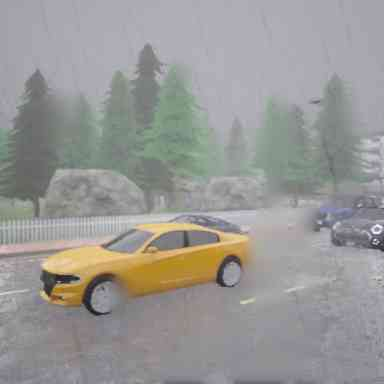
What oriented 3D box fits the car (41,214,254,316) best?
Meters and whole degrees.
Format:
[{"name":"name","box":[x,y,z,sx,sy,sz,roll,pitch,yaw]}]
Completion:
[{"name":"car","box":[-0.781,1.478,7.713,5.008,1.535,1.882,0,0,-35]}]

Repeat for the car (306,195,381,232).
[{"name":"car","box":[8.898,1.221,18.912,5.566,2.045,2.150,0,0,-35]}]

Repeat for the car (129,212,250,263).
[{"name":"car","box":[-0.017,1.565,12.562,4.181,1.385,1.994,0,0,-35]}]

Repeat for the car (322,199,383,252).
[{"name":"car","box":[7.807,1.354,13.823,4.553,1.767,2.097,0,0,-35]}]
